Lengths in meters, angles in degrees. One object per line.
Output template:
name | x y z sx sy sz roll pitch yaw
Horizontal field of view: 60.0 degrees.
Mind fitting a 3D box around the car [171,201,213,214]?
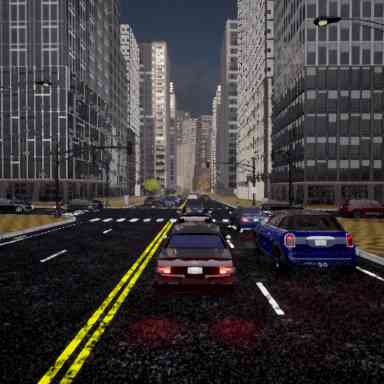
car | 0.144 1.481 18.605 2.128 1.511 4.902 0 0 0

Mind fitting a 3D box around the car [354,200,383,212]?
car | 21.902 1.641 39.154 4.829 1.417 1.752 1 0 1

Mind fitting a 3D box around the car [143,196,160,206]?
car | -6.470 1.466 52.383 1.837 1.490 4.892 0 0 0

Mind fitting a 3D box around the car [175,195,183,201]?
car | -3.062 1.426 79.515 1.837 1.490 4.892 0 0 0

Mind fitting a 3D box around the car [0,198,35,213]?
car | -18.748 1.339 34.126 4.902 1.511 2.128 1 1 1

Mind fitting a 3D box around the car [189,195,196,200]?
car | 0.220 1.499 93.031 1.895 1.301 4.718 0 0 0

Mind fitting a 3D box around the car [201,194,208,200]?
car | 3.470 1.382 92.534 1.882 1.535 5.008 0 0 0

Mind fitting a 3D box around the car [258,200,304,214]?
car | 9.845 1.647 37.140 4.718 1.301 1.895 1 1 7

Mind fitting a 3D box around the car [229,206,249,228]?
car | 3.398 1.536 20.213 2.033 1.411 5.357 0 0 0

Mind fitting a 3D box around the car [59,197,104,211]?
car | -12.375 1.357 37.188 4.892 1.490 1.837 1 1 1

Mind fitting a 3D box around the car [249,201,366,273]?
car | 3.374 1.347 10.828 2.097 1.767 4.553 0 0 0

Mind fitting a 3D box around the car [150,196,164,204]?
car | -6.413 1.497 62.262 2.033 1.411 5.357 0 0 0

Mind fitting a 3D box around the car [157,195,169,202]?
car | -6.329 1.475 72.933 2.033 1.411 5.357 0 0 0

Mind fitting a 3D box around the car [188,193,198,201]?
car | 0.196 1.146 82.695 2.150 2.045 5.566 0 0 0

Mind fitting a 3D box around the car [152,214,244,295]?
car | 0.113 1.543 8.860 2.033 1.411 5.357 0 0 1

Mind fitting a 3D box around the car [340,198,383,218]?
car | 16.273 1.517 30.880 5.009 1.841 2.192 1 0 1

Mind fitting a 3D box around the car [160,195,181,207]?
car | -3.202 1.315 50.541 2.097 1.767 4.553 0 0 -1

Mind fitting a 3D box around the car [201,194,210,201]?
car | 3.442 1.424 80.849 1.837 1.490 4.892 0 0 0
